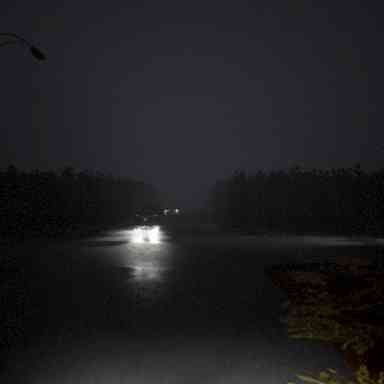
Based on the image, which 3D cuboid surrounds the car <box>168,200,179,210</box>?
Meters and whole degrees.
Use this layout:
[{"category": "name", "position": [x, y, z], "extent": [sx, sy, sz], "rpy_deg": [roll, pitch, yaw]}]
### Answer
[{"category": "car", "position": [-3.105, 1.921, 51.563], "extent": [1.882, 1.535, 5.008], "rpy_deg": [0, -1, 0]}]

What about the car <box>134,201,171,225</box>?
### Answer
[{"category": "car", "position": [-3.132, 1.663, 25.363], "extent": [2.128, 1.511, 4.902], "rpy_deg": [0, -1, 2]}]
